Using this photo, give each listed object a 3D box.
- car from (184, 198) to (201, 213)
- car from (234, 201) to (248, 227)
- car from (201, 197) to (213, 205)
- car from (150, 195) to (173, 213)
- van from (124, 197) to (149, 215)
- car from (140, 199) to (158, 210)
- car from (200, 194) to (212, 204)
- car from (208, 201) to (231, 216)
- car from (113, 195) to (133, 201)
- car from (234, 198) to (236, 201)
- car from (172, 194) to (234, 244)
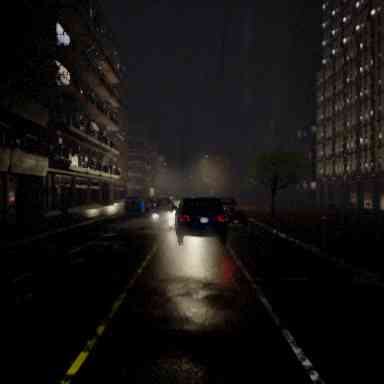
[{"bbox_3d":[0.098,1.510,39.050,1.882,1.535,5.008,0,0,0],"label":"car"},{"bbox_3d":[2.694,1.567,22.520,2.008,1.369,4.403,0,0,0],"label":"car"},{"bbox_3d":[2.696,1.634,61.180,1.947,1.339,4.313,0,0,0],"label":"car"},{"bbox_3d":[-3.092,1.381,36.747,2.097,1.767,4.553,0,0,0],"label":"car"},{"bbox_3d":[-5.686,1.367,33.566,1.690,1.788,3.998,0,0,0],"label":"van"},{"bbox_3d":[-5.686,1.606,44.612,1.947,1.339,4.313,0,0,0],"label":"car"},{"bbox_3d":[2.696,1.393,66.704,2.192,1.841,5.009,0,0,0],"label":"car"},{"bbox_3d":[2.695,1.592,33.565,1.947,1.339,4.313,0,0,0],"label":"car"},{"bbox_3d":[-16.421,1.442,79.687,4.403,1.369,2.008,1,-1,-1],"label":"car"},{"bbox_3d":[2.695,1.336,28.044,2.192,1.841,5.009,0,0,0],"label":"car"},{"bbox_3d":[0.308,1.232,15.986,2.150,2.045,5.566,0,0,-4],"label":"car"}]
